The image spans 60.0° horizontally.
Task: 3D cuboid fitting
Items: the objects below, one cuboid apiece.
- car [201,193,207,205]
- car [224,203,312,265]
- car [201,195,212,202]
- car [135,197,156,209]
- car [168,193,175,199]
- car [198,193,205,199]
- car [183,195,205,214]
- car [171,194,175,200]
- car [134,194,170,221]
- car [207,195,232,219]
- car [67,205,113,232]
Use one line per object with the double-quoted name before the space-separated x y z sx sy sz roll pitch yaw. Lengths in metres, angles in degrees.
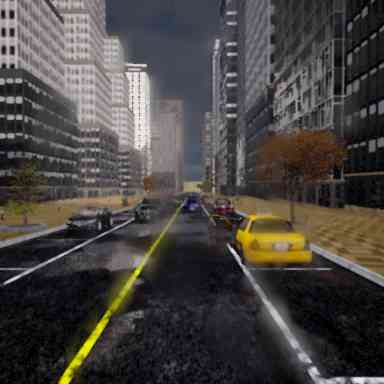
"car" 2.693 1.234 52.870 1.752 1.417 4.829 -1 0 0
"car" 2.353 1.389 11.265 1.801 1.575 5.366 0 0 0
"car" 2.696 1.219 63.949 1.947 1.339 4.313 -1 0 0
"car" -5.690 1.318 41.451 2.008 1.369 4.403 -1 0 0
"car" -5.676 1.104 92.075 1.802 1.307 4.206 -1 0 0
"car" 2.703 1.047 92.243 1.752 1.417 4.829 -1 0 0
"car" 0.052 1.340 32.488 1.812 1.442 4.674 0 0 0
"car" -5.680 1.118 80.826 1.887 1.381 4.507 -1 0 0
"car" -3.089 1.204 25.668 2.097 1.767 4.553 0 0 0
"car" 2.684 1.267 30.199 1.967 1.590 4.097 -1 0 0
"car" -5.697 1.440 18.952 2.008 1.369 4.403 -1 0 0
